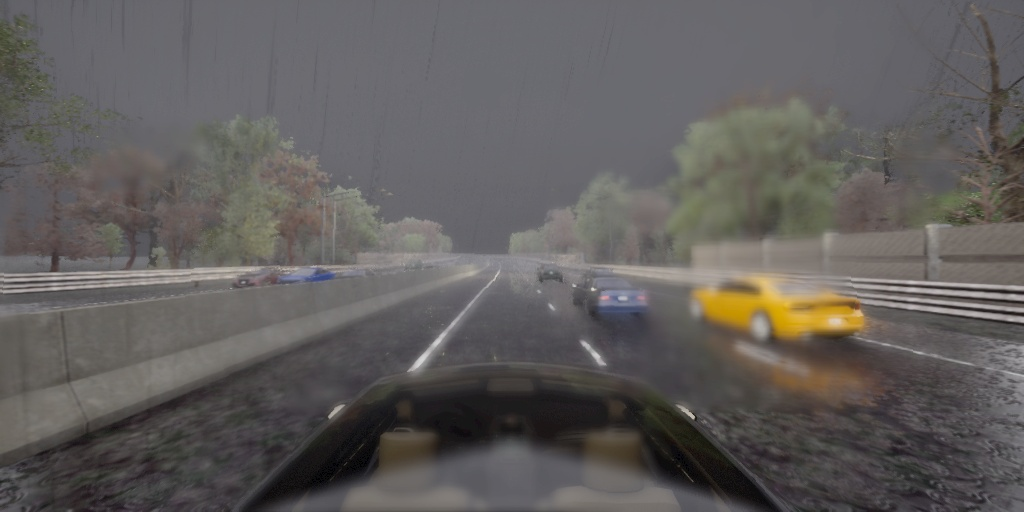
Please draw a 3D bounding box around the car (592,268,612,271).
[{"bbox_3d":[7.079,1.664,28.837,2.033,1.411,5.357,0,-1,0],"label":"car"}]

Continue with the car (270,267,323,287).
[{"bbox_3d":[-14.116,1.546,25.069,1.882,1.535,5.008,0,-1,0],"label":"car"}]

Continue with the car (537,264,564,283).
[{"bbox_3d":[3.573,1.538,33.967,2.097,1.767,4.553,0,-1,0],"label":"car"}]

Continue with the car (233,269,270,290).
[{"bbox_3d":[-17.617,1.640,25.604,1.994,1.385,4.181,0,-1,0],"label":"car"}]

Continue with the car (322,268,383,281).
[{"bbox_3d":[-10.617,1.614,24.955,2.033,1.411,5.357,0,-1,0],"label":"car"}]

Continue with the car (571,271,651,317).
[{"bbox_3d":[3.591,1.463,13.944,2.033,1.411,5.357,0,-1,0],"label":"car"}]

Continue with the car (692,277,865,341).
[{"bbox_3d":[7.086,1.344,10.299,1.882,1.535,5.008,0,-1,0],"label":"car"}]
